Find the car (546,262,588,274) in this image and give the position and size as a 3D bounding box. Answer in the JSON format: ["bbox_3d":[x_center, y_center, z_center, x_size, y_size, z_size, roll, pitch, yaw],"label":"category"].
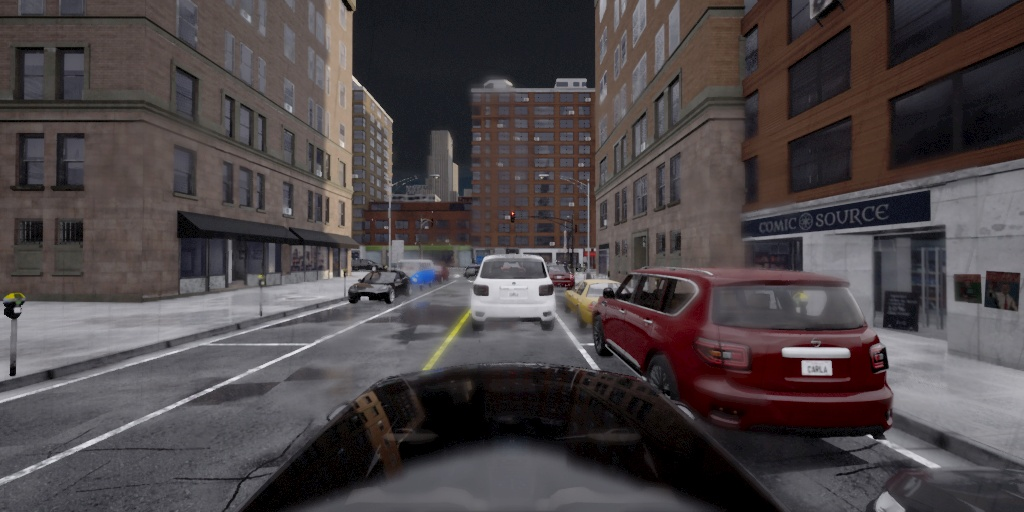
[{"bbox_3d":[6.623,1.442,43.477,4.718,1.301,1.895,0,-1,0],"label":"car"}]

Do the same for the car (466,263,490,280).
[{"bbox_3d":[-3.162,1.347,32.619,1.994,1.385,4.181,0,0,-7],"label":"car"}]

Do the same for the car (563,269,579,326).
[{"bbox_3d":[2.652,1.283,11.188,1.751,1.417,4.829,0,0,0],"label":"car"}]

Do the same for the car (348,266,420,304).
[{"bbox_3d":[-5.884,1.330,16.486,1.948,1.339,4.313,0,0,0],"label":"car"}]

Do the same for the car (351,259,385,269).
[{"bbox_3d":[-17.871,1.161,43.587,4.892,1.490,1.837,1,-1,0],"label":"car"}]

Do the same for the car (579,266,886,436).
[{"bbox_3d":[2.662,1.067,5.535,2.192,1.841,5.009,0,0,0],"label":"car"}]

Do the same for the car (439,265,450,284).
[{"bbox_3d":[-5.905,1.324,27.451,1.888,1.381,4.507,0,0,0],"label":"car"}]

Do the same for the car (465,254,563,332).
[{"bbox_3d":[0.013,0.979,11.062,2.150,2.045,5.566,0,0,-1],"label":"car"}]

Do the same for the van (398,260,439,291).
[{"bbox_3d":[-5.894,1.113,21.969,1.690,1.789,3.998,0,0,0],"label":"van"}]

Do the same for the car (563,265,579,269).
[{"bbox_3d":[2.631,1.211,21.983,1.967,1.591,4.097,0,0,0],"label":"car"}]
